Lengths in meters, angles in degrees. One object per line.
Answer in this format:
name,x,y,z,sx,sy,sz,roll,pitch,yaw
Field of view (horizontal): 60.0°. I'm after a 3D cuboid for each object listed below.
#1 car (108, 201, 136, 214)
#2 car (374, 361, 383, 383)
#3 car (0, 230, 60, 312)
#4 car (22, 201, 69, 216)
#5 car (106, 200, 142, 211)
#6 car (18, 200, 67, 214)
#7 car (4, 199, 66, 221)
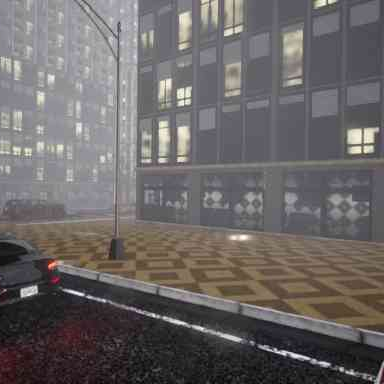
car,-6.949,1.830,38.435,1.752,1.417,4.829,1,0,36
car,3.243,1.353,1.374,4.553,1.767,2.097,0,0,35
car,-4.646,1.522,6.987,4.674,1.442,1.812,0,0,35
car,-15.857,1.713,36.093,1.994,1.385,4.181,1,0,37
car,-9.127,1.849,45.218,1.895,1.301,4.718,1,0,36
car,-17.245,1.643,38.591,1.752,1.417,4.829,1,0,36
car,-13.740,1.520,29.219,2.192,1.841,5.009,1,0,36
